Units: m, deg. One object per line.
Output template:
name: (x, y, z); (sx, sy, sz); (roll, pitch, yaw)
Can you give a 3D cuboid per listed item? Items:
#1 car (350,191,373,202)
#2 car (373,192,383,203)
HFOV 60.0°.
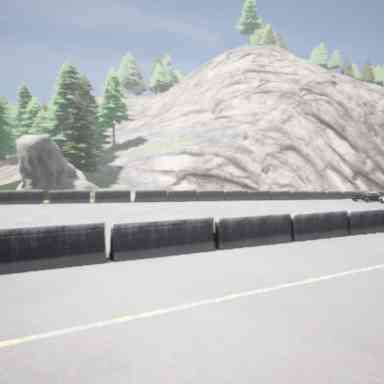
car: (22.324, 0.585, 42.236); (4.718, 1.301, 1.895); (0, 2, -31)
car: (24.182, 0.629, 39.274); (4.902, 1.511, 2.128); (0, 2, -31)
